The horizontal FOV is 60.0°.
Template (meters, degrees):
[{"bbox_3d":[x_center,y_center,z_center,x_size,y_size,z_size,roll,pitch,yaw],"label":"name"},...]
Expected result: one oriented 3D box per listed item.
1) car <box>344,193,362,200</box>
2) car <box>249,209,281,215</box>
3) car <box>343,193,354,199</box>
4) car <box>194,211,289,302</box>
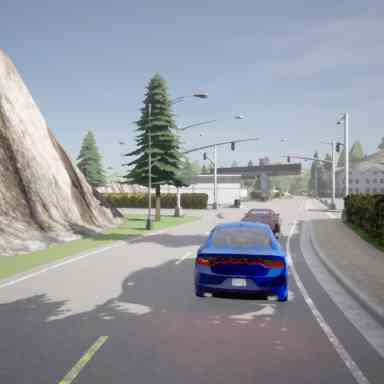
[{"bbox_3d":[40.119,1.077,82.984,3.866,1.878,1.905,0,0,19],"label":"car"},{"bbox_3d":[3.677,1.564,17.631,1.994,1.385,4.181,0,0,17],"label":"car"},{"bbox_3d":[38.469,1.361,80.034,3.806,1.475,1.970,0,0,19],"label":"car"},{"bbox_3d":[1.281,1.478,8.440,1.882,1.535,5.008,0,0,10],"label":"car"}]
